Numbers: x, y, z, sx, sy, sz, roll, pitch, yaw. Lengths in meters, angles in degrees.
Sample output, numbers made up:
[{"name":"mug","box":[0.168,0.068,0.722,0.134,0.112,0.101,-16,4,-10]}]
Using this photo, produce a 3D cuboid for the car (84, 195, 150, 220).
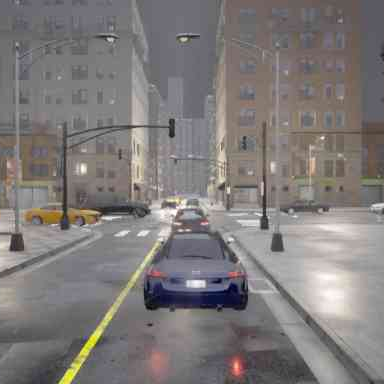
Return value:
[{"name":"car","box":[-6.285,1.235,27.586,5.566,2.045,2.150,0,1,-15]}]

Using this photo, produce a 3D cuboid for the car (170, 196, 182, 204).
[{"name":"car","box":[-3.081,1.582,65.756,2.033,1.411,5.357,0,0,0]}]

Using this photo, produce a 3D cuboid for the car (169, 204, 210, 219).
[{"name":"car","box":[-0.087,1.524,16.529,1.812,1.442,4.674,0,0,-2]}]

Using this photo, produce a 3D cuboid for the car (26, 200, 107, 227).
[{"name":"car","box":[-8.693,1.501,22.656,5.008,1.535,1.882,0,-1,9]}]

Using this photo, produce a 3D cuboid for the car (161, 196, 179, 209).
[{"name":"car","box":[-3.078,1.615,44.826,1.895,1.301,4.718,0,0,0]}]

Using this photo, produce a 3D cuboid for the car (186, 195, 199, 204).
[{"name":"car","box":[0.082,1.516,54.214,2.128,1.511,4.902,0,0,0]}]

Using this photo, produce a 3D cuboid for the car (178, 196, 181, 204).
[{"name":"car","box":[-3.105,1.502,55.117,1.882,1.535,5.008,0,0,0]}]

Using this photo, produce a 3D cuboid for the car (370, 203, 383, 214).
[{"name":"car","box":[20.419,1.436,33.352,4.674,1.442,1.812,0,0,-1]}]

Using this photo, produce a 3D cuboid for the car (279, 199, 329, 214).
[{"name":"car","box":[11.157,1.448,33.298,4.892,1.490,1.837,0,0,0]}]

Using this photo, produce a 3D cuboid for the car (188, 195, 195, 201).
[{"name":"car","box":[-0.116,1.530,87.043,1.882,1.535,5.008,0,0,0]}]

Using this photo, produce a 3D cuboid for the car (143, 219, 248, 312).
[{"name":"car","box":[0.083,1.564,7.785,1.994,1.385,4.181,0,0,0]}]
